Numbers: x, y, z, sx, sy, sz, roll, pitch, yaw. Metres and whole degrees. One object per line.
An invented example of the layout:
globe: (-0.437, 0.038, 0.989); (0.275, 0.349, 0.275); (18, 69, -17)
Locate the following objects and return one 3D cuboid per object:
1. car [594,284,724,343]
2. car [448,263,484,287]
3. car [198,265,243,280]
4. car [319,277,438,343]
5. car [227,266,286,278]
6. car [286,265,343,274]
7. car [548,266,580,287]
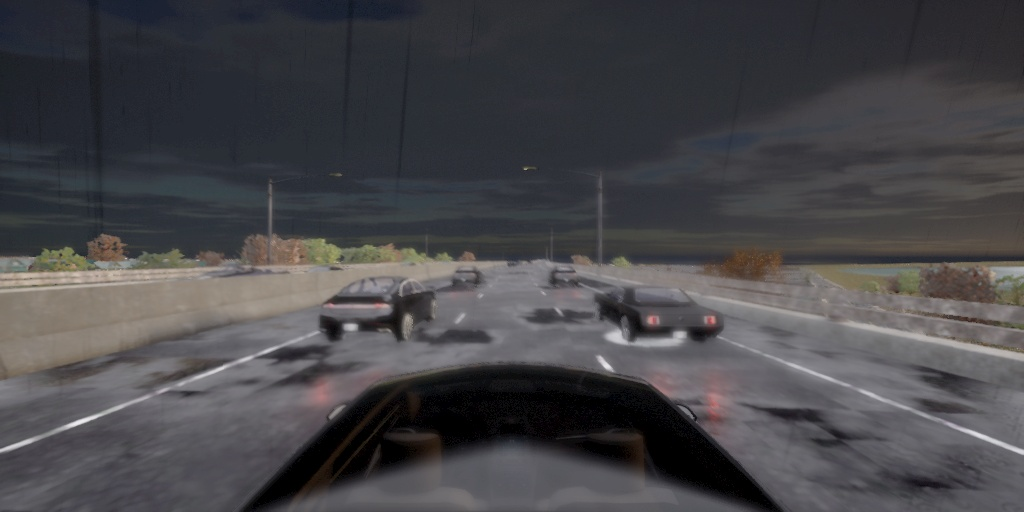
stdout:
car: (3.626, 1.430, 9.927); (1.895, 1.301, 4.718); (0, -1, 0)
car: (-3.206, 1.480, 26.739); (2.128, 1.511, 4.902); (0, -1, 1)
car: (-20.898, 1.471, 26.963); (2.128, 1.511, 4.902); (0, -1, 1)
car: (-3.374, 1.317, 9.974); (2.128, 1.511, 4.902); (0, -1, 0)
car: (-17.421, 1.570, 25.706); (1.895, 1.301, 4.718); (0, -1, 1)
car: (-13.907, 1.456, 26.424); (1.882, 1.535, 5.008); (0, -1, 1)
car: (3.794, 1.484, 26.713); (2.128, 1.511, 4.902); (0, -1, 1)
